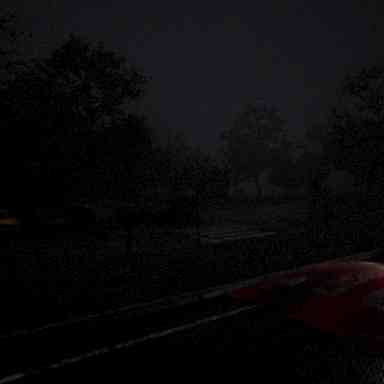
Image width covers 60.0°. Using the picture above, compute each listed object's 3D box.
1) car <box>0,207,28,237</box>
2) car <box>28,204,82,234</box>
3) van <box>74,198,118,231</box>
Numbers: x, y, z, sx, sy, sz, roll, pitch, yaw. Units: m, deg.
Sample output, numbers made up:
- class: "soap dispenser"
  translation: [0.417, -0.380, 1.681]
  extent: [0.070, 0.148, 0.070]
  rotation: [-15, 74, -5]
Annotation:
- class: "car"
  translation: [-10.922, 1.624, 18.716]
  extent: [1.946, 1.575, 5.366]
  rotation: [0, 0, -36]
- class: "car"
  translation: [-8.788, 1.665, 20.506]
  extent: [2.163, 1.488, 4.792]
  rotation: [0, 0, -36]
- class: "van"
  translation: [-6.445, 1.418, 22.000]
  extent: [1.878, 1.987, 4.442]
  rotation: [0, 0, -36]
